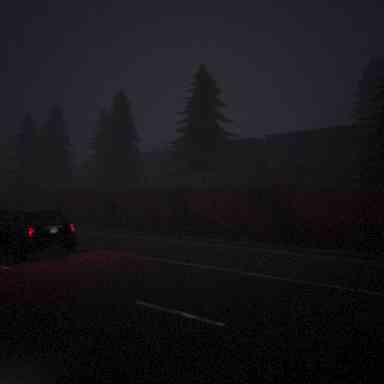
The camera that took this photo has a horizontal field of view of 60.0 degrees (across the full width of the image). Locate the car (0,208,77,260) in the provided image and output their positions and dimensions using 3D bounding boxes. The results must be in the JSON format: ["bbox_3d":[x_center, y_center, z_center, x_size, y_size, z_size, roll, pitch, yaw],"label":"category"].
[{"bbox_3d":[-6.554,1.382,12.900,4.553,1.767,2.097,0,0,36],"label":"car"}]
